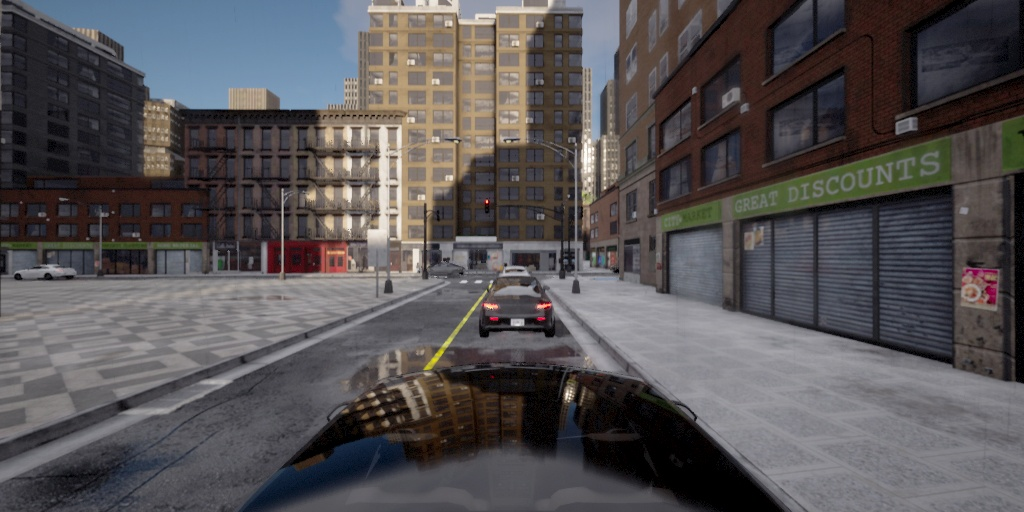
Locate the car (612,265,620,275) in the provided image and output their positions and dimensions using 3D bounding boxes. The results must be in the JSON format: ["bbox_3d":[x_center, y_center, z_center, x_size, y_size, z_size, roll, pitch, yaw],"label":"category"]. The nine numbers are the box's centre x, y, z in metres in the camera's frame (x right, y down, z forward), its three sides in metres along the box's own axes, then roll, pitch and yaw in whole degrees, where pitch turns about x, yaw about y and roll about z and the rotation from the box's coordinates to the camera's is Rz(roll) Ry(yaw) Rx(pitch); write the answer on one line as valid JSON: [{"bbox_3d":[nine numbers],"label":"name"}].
[{"bbox_3d":[12.426,1.091,35.467,5.008,1.535,1.882,-1,0,-1],"label":"car"}]

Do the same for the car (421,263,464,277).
[{"bbox_3d":[-6.802,1.351,35.280,4.181,1.385,1.994,0,0,-1],"label":"car"}]

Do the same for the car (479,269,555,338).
[{"bbox_3d":[0.119,1.273,10.089,1.812,1.442,4.674,0,0,0],"label":"car"}]

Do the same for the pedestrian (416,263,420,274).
[{"bbox_3d":[-10.050,0.964,38.287,0.375,1.860,0.375,0,0,-1],"label":"pedestrian"}]

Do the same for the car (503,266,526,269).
[{"bbox_3d":[0.145,1.267,19.870,1.812,1.442,4.674,0,0,-1],"label":"car"}]

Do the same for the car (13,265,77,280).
[{"bbox_3d":[-45.311,1.573,34.868,4.674,1.442,1.812,0,0,0],"label":"car"}]
